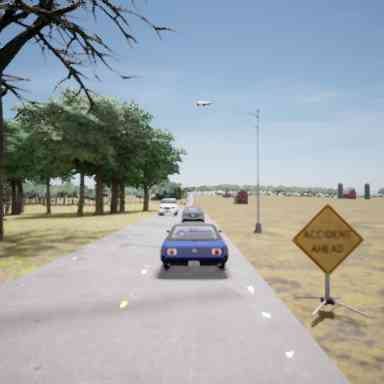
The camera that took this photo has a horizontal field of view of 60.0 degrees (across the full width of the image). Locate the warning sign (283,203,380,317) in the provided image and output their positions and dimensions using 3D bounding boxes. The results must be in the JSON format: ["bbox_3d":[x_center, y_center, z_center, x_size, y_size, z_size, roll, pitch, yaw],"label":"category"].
[{"bbox_3d":[2.446,1.138,6.020,1.300,1.860,1.060,0,-1,0],"label":"warning sign"}]

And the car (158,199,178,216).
[{"bbox_3d":[-2.845,1.843,40.537,2.150,2.045,5.566,0,-1,0],"label":"car"}]

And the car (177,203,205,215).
[{"bbox_3d":[0.085,1.878,27.293,2.033,1.411,5.357,0,-1,0],"label":"car"}]

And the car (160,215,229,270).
[{"bbox_3d":[0.070,1.671,11.195,1.895,1.301,4.718,0,-1,0],"label":"car"}]
